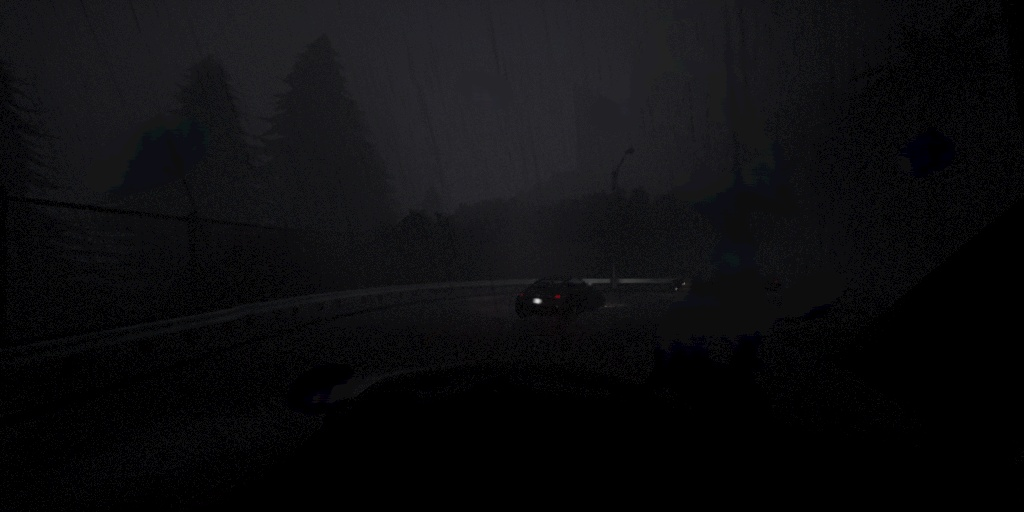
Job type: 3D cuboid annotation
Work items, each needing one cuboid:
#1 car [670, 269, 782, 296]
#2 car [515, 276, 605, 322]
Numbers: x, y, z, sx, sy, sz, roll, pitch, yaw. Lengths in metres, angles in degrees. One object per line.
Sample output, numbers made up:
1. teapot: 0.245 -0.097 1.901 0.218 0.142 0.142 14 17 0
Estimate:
1. car: 11.742 1.437 19.849 5.357 1.411 2.033 0 0 0
2. car: 1.844 1.404 13.017 1.994 1.385 4.181 -1 -1 31
